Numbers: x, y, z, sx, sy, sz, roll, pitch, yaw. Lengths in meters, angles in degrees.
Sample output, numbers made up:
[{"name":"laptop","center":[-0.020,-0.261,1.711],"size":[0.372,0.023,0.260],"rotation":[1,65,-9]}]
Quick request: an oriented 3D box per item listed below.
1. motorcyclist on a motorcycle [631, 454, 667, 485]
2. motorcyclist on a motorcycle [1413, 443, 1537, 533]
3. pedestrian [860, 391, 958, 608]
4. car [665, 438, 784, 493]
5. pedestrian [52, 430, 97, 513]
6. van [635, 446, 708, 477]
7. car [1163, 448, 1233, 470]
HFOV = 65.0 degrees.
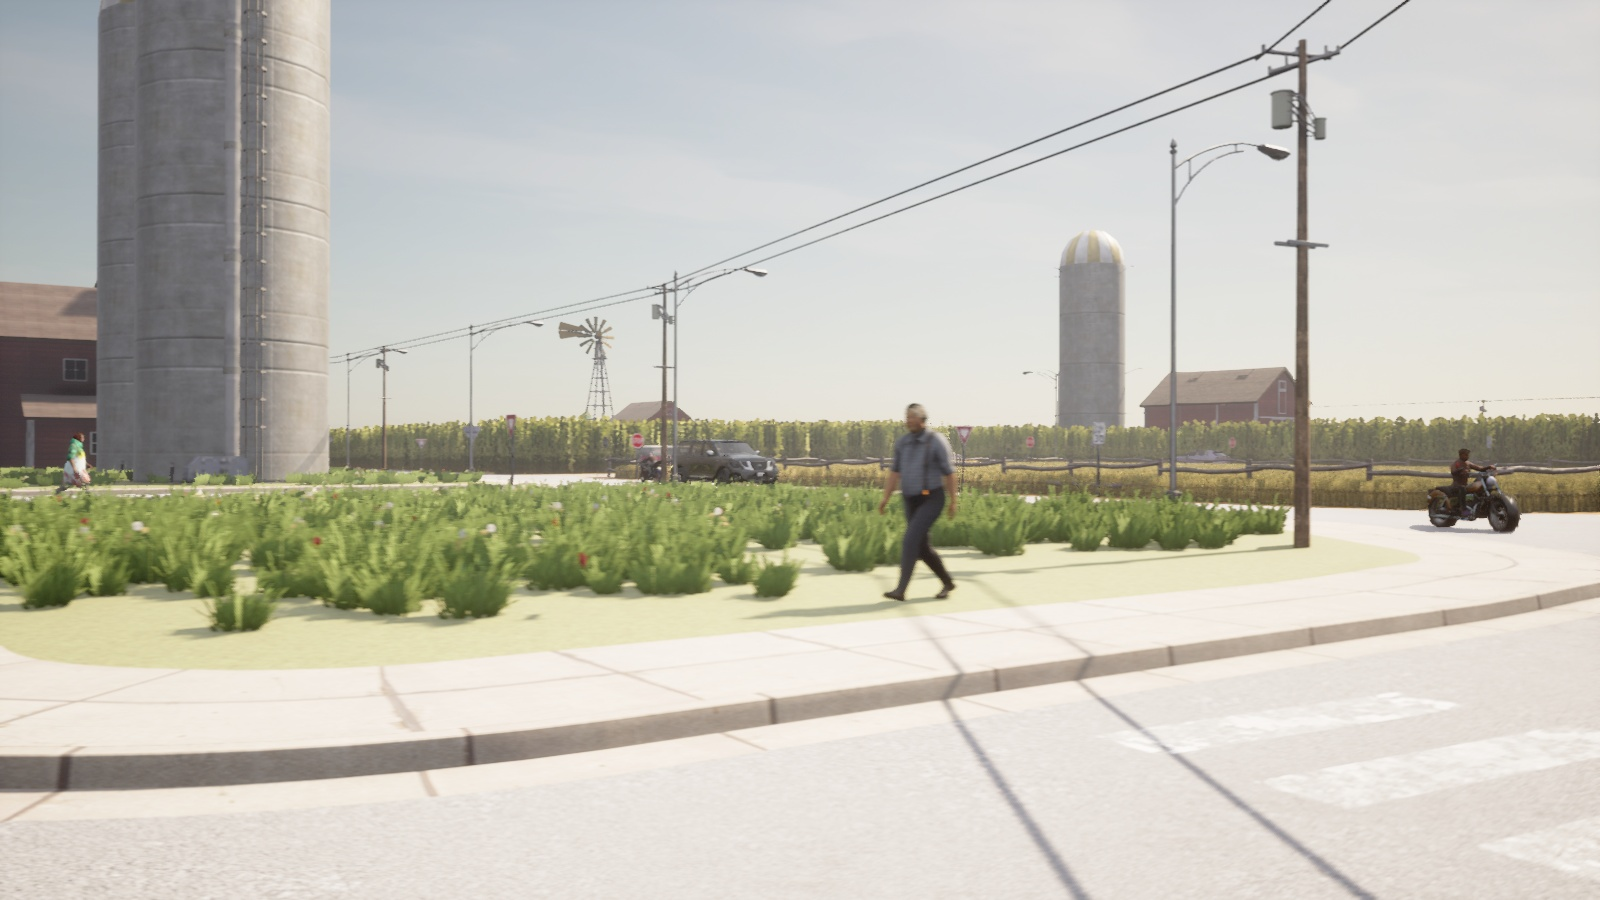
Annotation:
[{"name":"motorcyclist on a motorcycle","center":[-7.526,0.949,62.539],"size":[0.866,1.530,2.191],"rotation":[0,0,-35]},{"name":"motorcyclist on a motorcycle","center":[13.021,0.706,24.317],"size":[0.766,1.649,2.350],"rotation":[-1,0,-12]},{"name":"pedestrian","center":[0.966,0.425,11.127],"size":[0.694,1.848,0.540],"rotation":[0,0,-43]},{"name":"car","center":[-3.095,0.593,49.995],"size":[2.150,2.045,5.566],"rotation":[0,0,-35]},{"name":"pedestrian","center":[-17.508,0.511,30.291],"size":[0.873,1.952,0.659],"rotation":[0,0,-36]},{"name":"van","center":[-8.405,0.717,82.390],"size":[4.442,1.987,1.775],"rotation":[0,0,-38]},{"name":"car","center":[29.996,0.659,94.743],"size":[2.033,1.649,4.856],"rotation":[0,0,-34]}]
